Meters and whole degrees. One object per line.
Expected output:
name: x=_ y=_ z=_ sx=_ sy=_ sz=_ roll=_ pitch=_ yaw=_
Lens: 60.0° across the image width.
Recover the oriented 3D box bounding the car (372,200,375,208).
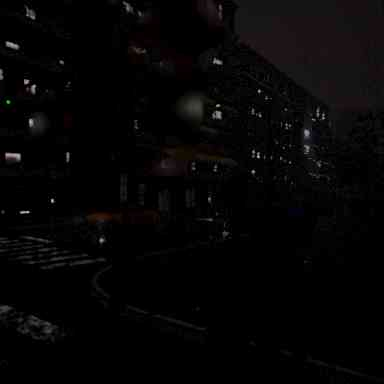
car: x=30.597 y=2.211 z=58.813 sx=1.802 sy=1.307 sz=4.206 roll=1 pitch=0 yaw=36

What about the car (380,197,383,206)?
car: x=37.168 y=2.260 z=67.718 sx=1.887 sy=1.381 sz=4.507 roll=1 pitch=0 yaw=36

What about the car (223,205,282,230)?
car: x=4.318 y=1.836 z=23.192 sx=1.947 sy=1.339 sz=4.313 roll=1 pitch=0 yaw=36

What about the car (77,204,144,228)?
car: x=-5.706 y=1.644 z=23.721 sx=2.008 sy=1.369 sz=4.403 roll=1 pitch=0 yaw=36

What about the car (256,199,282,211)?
car: x=10.721 y=1.760 z=45.984 sx=1.967 sy=1.590 sz=4.097 roll=1 pitch=0 yaw=36

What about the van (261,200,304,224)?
van: x=7.605 y=1.657 z=27.645 sx=1.690 sy=1.788 sz=3.998 roll=1 pitch=0 yaw=36

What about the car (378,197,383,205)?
car: x=47.026 y=2.159 z=81.077 sx=2.192 sy=1.841 sz=5.009 roll=1 pitch=0 yaw=36

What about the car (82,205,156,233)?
car: x=-4.418 y=1.600 z=21.109 sx=1.882 sy=1.535 sz=5.008 roll=1 pitch=0 yaw=37

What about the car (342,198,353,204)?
car: x=40.184 y=2.237 z=85.921 sx=1.752 sy=1.417 sz=4.829 roll=1 pitch=0 yaw=36

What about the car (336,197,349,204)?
car: x=37.001 y=2.110 z=81.606 sx=1.967 sy=1.590 sz=4.097 roll=1 pitch=0 yaw=36

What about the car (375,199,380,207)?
car: x=33.884 y=2.112 z=63.266 sx=1.967 sy=1.590 sz=4.097 roll=1 pitch=0 yaw=36

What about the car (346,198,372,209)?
car: x=27.315 y=1.900 z=54.361 sx=2.192 sy=1.841 sz=5.009 roll=1 pitch=0 yaw=36

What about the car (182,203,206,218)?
car: x=0.865 y=1.729 z=32.626 sx=1.887 sy=1.381 sz=4.507 roll=1 pitch=0 yaw=36

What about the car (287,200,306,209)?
car: x=17.289 y=1.991 z=54.890 sx=1.802 sy=1.307 sz=4.206 roll=1 pitch=0 yaw=36

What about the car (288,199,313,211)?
car: x=15.823 y=1.882 z=48.373 sx=1.882 sy=1.535 sz=5.008 roll=1 pitch=0 yaw=37

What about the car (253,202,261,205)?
car: x=7.434 y=1.857 z=41.532 sx=1.802 sy=1.307 sz=4.206 roll=1 pitch=0 yaw=36

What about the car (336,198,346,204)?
car: x=33.715 y=2.193 z=77.153 sx=1.947 sy=1.339 sz=4.313 roll=1 pitch=0 yaw=36

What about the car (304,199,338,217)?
car: x=14.174 y=1.846 z=36.551 sx=1.967 sy=1.590 sz=4.097 roll=1 pitch=0 yaw=36

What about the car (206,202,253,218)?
car: x=3.665 y=1.734 z=32.055 sx=1.837 sy=1.490 sz=4.892 roll=1 pitch=2 yaw=36
